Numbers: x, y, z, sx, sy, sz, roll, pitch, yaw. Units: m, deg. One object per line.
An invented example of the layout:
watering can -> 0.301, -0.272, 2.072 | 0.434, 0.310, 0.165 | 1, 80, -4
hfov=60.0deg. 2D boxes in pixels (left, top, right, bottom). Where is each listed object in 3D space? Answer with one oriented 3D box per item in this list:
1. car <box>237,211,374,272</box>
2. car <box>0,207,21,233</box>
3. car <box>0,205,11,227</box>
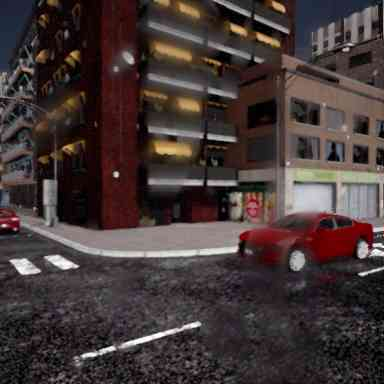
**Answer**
car -> 3.701, 1.386, 10.564 | 5.008, 1.535, 1.882 | 0, 1, -32
car -> -11.309, 1.665, 19.566 | 1.887, 1.381, 4.507 | -1, 0, -36
car -> -14.426, 1.726, 23.879 | 1.947, 1.339, 4.313 | -1, 0, -36
